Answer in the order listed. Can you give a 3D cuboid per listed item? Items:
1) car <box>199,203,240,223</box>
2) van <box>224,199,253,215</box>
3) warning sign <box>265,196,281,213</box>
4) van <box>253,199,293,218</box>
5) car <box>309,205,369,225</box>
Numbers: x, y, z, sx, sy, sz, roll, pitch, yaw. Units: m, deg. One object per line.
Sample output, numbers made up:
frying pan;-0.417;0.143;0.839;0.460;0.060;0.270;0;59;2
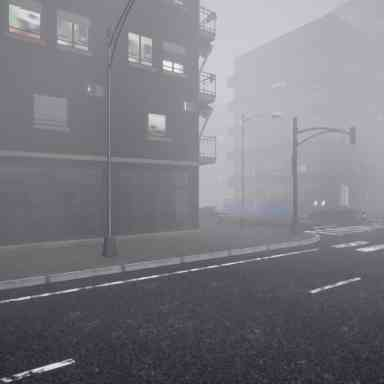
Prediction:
car;1.788;1.874;28.654;1.802;1.307;4.206;-1;0;-36
van;5.213;1.676;38.087;1.690;1.788;3.998;-1;0;-36
warning sign;9.019;1.400;36.960;1.300;1.860;1.060;1;0;-36
van;8.528;1.603;33.571;1.690;1.788;3.998;-1;0;-36
car;11.204;1.729;25.565;1.994;1.385;4.181;-1;0;-42
